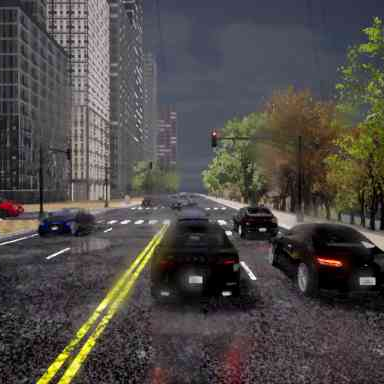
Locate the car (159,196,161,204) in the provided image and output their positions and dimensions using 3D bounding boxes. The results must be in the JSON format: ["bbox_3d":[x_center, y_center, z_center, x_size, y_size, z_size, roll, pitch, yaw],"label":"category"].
[{"bbox_3d":[-6.686,1.482,60.997,2.128,1.511,4.902,0,0,0],"label":"car"}]

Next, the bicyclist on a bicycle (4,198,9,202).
[{"bbox_3d":[-24.735,1.578,44.161,0.582,1.620,1.656,-1,1,0],"label":"bicyclist on a bicycle"}]

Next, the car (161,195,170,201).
[{"bbox_3d":[-6.662,1.526,83.698,2.033,1.411,5.357,0,0,0],"label":"car"}]

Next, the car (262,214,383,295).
[{"bbox_3d":[3.315,1.524,8.605,1.812,1.442,4.674,0,0,0],"label":"car"}]

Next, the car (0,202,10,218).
[{"bbox_3d":[-19.352,1.879,30.044,4.181,1.385,1.994,-1,1,0],"label":"car"}]

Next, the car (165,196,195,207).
[{"bbox_3d":[-0.951,1.544,41.181,2.033,1.411,5.357,0,0,22],"label":"car"}]

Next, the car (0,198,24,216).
[{"bbox_3d":[-19.889,1.512,33.294,5.566,2.045,2.150,0,1,0],"label":"car"}]

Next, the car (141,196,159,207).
[{"bbox_3d":[-6.688,1.497,51.578,1.837,1.490,4.892,0,0,0],"label":"car"}]

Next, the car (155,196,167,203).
[{"bbox_3d":[-6.638,1.530,71.496,2.033,1.411,5.357,0,0,0],"label":"car"}]

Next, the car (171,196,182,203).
[{"bbox_3d":[-3.392,1.530,73.415,2.033,1.411,5.357,0,0,0],"label":"car"}]

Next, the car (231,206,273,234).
[{"bbox_3d":[3.290,1.502,17.862,1.837,1.490,4.892,0,0,0],"label":"car"}]

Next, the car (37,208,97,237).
[{"bbox_3d":[-6.615,1.561,18.019,1.994,1.385,4.181,0,0,0],"label":"car"}]

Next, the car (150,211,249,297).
[{"bbox_3d":[0.074,1.476,8.645,1.882,1.535,5.008,0,0,0],"label":"car"}]

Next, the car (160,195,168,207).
[{"bbox_3d":[-3.439,1.540,52.923,2.033,1.411,5.357,0,0,0],"label":"car"}]

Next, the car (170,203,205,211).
[{"bbox_3d":[0.036,1.545,18.454,2.033,1.411,5.357,0,0,0],"label":"car"}]

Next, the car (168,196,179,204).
[{"bbox_3d":[-3.434,1.495,62.744,1.837,1.490,4.892,0,0,0],"label":"car"}]
